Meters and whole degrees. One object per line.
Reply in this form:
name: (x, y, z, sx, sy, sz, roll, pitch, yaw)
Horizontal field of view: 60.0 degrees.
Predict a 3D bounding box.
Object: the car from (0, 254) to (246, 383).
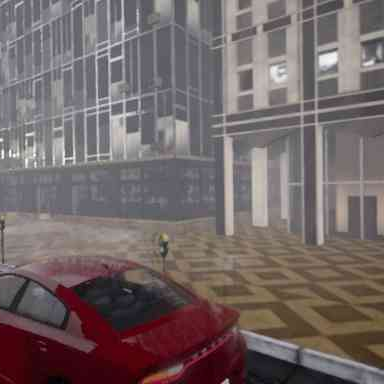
car: (-1.563, 1.452, 4.046, 4.507, 1.381, 1.887, 1, 0, 36)
